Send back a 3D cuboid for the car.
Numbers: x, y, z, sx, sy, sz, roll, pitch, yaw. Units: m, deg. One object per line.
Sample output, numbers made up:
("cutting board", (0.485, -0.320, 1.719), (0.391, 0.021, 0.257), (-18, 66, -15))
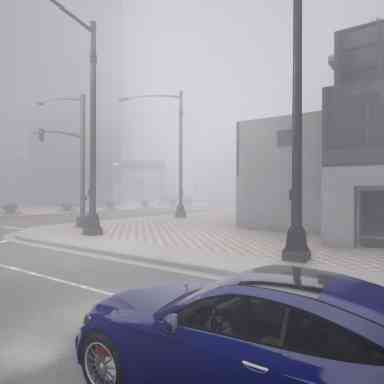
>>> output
("car", (0.774, 1.528, 3.443), (4.674, 1.442, 1.812), (0, 0, 36))
